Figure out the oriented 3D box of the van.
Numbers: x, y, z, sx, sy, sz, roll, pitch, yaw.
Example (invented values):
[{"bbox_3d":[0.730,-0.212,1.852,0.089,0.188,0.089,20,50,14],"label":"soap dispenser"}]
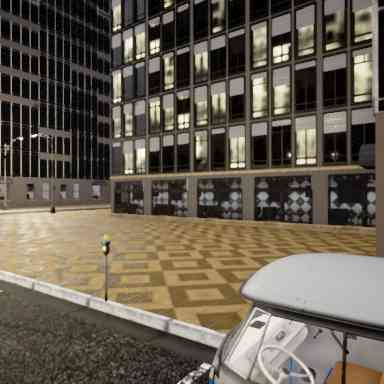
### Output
[{"bbox_3d":[1.900,1.341,1.524,3.998,1.788,1.690,0,0,35],"label":"van"}]
